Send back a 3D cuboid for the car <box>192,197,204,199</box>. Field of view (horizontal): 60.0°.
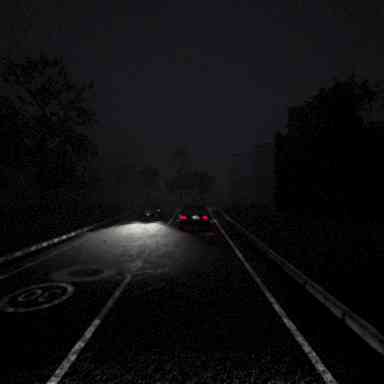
[{"bbox_3d":[0.663,1.292,35.991,2.033,1.411,5.357,0,0,6],"label":"car"}]

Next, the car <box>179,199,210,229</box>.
[{"bbox_3d":[0.151,1.402,20.414,2.033,1.411,5.357,0,0,0],"label":"car"}]

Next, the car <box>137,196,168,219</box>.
[{"bbox_3d":[-3.170,1.344,26.540,2.128,1.511,4.902,0,0,0],"label":"car"}]
